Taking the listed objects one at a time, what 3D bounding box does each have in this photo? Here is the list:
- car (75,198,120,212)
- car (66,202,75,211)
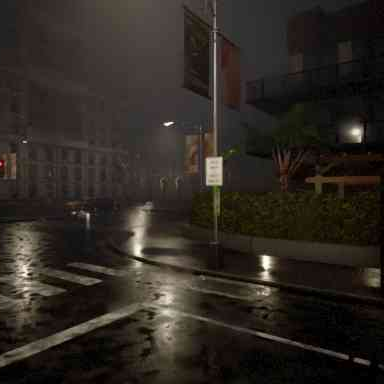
[{"bbox_3d":[-10.527,1.505,38.309,1.837,1.490,4.892,0,0,36],"label":"car"},{"bbox_3d":[-13.024,1.477,40.851,1.882,1.535,5.008,0,0,35],"label":"car"}]
